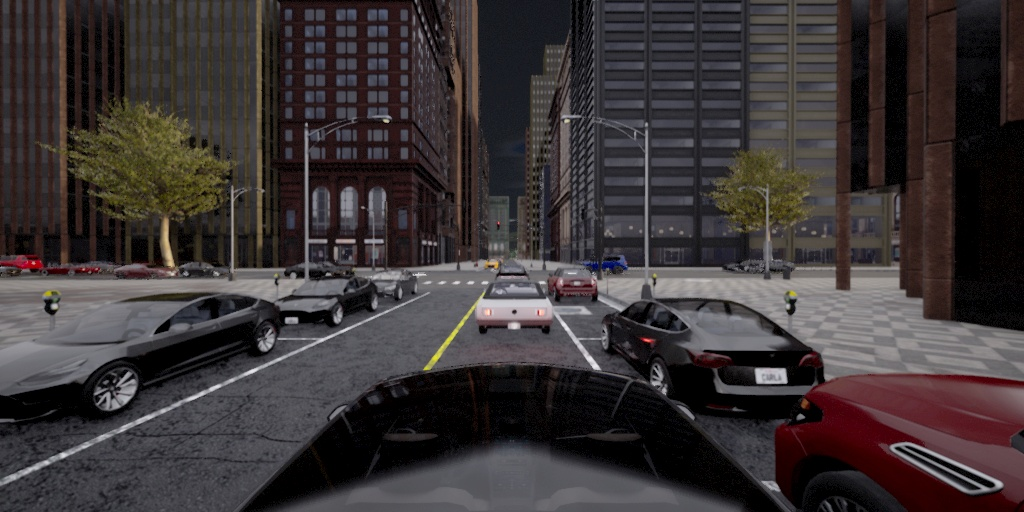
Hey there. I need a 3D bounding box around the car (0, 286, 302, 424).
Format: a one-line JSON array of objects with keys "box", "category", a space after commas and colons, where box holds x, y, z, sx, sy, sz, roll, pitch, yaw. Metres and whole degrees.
[{"box": [-5.757, 1.313, 5.904, 1.948, 1.339, 4.313, 0, 0, 0], "category": "car"}]

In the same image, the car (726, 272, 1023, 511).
[{"box": [2.762, 1.065, 0.262, 2.192, 1.841, 5.009, 0, 0, 0], "category": "car"}]

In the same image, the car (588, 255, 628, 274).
[{"box": [9.557, 0.923, 38.549, 5.566, 2.045, 2.150, 0, 0, -4], "category": "car"}]

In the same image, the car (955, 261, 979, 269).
[{"box": [49.132, 1.220, 38.712, 4.718, 1.301, 1.895, 0, 0, 0], "category": "car"}]

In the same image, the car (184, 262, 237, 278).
[{"box": [-29.842, 1.323, 35.263, 4.892, 1.490, 1.837, 1, 0, 0], "category": "car"}]

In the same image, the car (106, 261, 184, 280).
[{"box": [-32.659, 1.373, 32.013, 4.674, 1.442, 1.812, 0, 0, 0], "category": "car"}]

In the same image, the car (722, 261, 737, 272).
[{"box": [27.341, 1.147, 42.031, 4.892, 1.490, 1.837, 0, 0, 0], "category": "car"}]

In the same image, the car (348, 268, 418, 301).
[{"box": [-5.747, 1.293, 17.177, 2.007, 1.370, 4.403, 0, 0, 0], "category": "car"}]

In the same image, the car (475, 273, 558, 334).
[{"box": [0.074, 1.346, 10.605, 1.895, 1.301, 4.718, 0, 0, 0], "category": "car"}]

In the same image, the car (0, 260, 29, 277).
[{"box": [-51.552, 1.395, 35.329, 4.892, 1.490, 1.837, -1, 0, 0], "category": "car"}]

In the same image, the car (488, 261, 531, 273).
[{"box": [0.019, 1.233, 19.815, 2.128, 1.511, 4.902, 0, 0, 0], "category": "car"}]

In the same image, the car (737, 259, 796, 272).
[{"box": [27.781, 1.150, 38.782, 4.902, 1.511, 2.128, 0, 0, 0], "category": "car"}]

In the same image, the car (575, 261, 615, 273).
[{"box": [9.648, 1.246, 42.014, 4.181, 1.385, 1.994, 0, 0, 0], "category": "car"}]

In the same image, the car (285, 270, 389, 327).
[{"box": [-5.752, 1.311, 11.541, 1.948, 1.339, 4.313, 0, 0, 0], "category": "car"}]

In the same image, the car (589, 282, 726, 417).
[{"box": [2.768, 1.313, 5.899, 1.948, 1.339, 4.313, 0, 0, 0], "category": "car"}]

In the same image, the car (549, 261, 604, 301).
[{"box": [2.779, 1.182, 17.171, 1.967, 1.591, 4.097, 0, 0, 0], "category": "car"}]

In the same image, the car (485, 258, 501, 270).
[{"box": [-3.002, 1.220, 53.662, 1.882, 1.535, 5.008, 0, 0, 0], "category": "car"}]

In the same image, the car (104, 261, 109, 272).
[{"box": [-48.561, 1.333, 41.873, 4.902, 1.511, 2.128, 0, 0, 1], "category": "car"}]

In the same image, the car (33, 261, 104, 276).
[{"box": [-47.716, 1.457, 38.641, 4.718, 1.301, 1.895, 0, 0, 0], "category": "car"}]

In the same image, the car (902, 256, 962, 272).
[{"box": [49.107, 0.952, 41.960, 4.553, 1.767, 2.097, 0, 0, 0], "category": "car"}]

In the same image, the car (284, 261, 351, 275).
[{"box": [-17.517, 1.282, 32.030, 5.008, 1.535, 1.882, 0, 0, -1], "category": "car"}]
